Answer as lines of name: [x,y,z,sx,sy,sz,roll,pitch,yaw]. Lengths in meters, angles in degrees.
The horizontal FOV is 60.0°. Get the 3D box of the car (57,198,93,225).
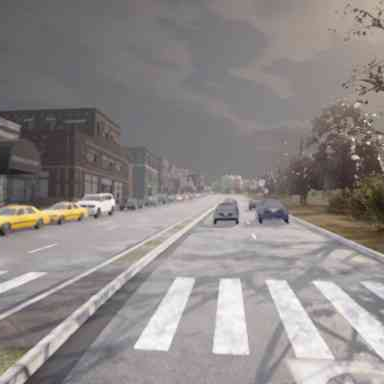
car: [-9.367,1.439,24.022,1.946,1.575,5.366,0,0,7]

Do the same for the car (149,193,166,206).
car: [-5.960,1.412,51.757,2.231,1.521,4.892,0,0,7]

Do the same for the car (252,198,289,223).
car: [5.945,1.318,25.219,2.097,1.767,4.553,0,0,7]

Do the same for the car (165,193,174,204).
car: [-5.292,1.153,57.206,2.435,2.045,5.566,0,0,7]

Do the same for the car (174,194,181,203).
car: [-4.198,1.396,66.564,2.231,1.521,4.892,0,0,8]

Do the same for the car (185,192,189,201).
car: [-2.606,1.255,79.077,2.185,1.767,4.553,0,0,7]

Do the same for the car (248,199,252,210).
car: [8.060,1.543,41.909,1.895,1.301,4.718,0,0,7]

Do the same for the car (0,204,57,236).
car: [-10.040,1.445,18.539,1.946,1.575,5.366,0,0,7]

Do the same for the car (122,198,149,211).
car: [-7.315,1.453,40.752,2.163,1.488,4.792,0,0,7]

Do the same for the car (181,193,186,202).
car: [-3.306,1.384,73.378,1.946,1.575,5.366,0,0,7]

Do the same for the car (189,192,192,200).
car: [-1.959,1.371,84.346,1.946,1.575,5.366,0,0,7]

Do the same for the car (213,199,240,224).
car: [2.547,1.526,24.599,2.033,1.411,5.357,0,0,7]

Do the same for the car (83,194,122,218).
car: [-8.656,1.184,29.787,2.435,2.045,5.566,0,0,7]

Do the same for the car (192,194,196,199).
car: [-1.267,1.117,89.985,2.435,2.045,5.566,0,0,7]
